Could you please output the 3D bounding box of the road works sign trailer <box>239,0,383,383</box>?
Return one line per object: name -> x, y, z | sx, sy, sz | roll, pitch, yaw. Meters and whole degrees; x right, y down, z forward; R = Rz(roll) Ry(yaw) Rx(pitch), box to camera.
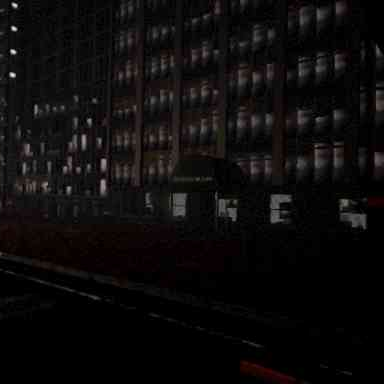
road works sign trailer -> 1.670, 0.566, 2.766 | 2.880, 3.560, 2.380 | -1, -2, 38
